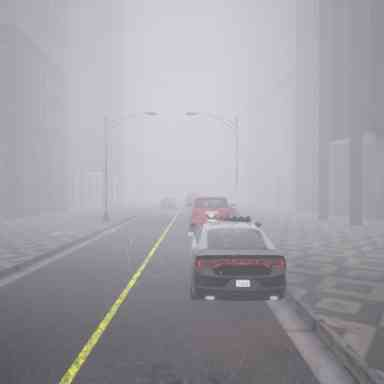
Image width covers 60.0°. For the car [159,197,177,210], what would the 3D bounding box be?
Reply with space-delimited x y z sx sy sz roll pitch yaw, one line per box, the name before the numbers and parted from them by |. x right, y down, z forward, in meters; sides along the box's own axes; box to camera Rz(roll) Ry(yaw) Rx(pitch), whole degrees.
car | -2.925 1.398 41.185 1.882 1.535 5.008 0 0 0

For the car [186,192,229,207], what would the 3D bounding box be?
car | 0.932 1.205 18.419 2.150 2.045 5.566 0 0 0

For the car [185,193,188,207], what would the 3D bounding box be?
car | 0.122 1.123 48.271 2.150 2.045 5.566 0 0 1

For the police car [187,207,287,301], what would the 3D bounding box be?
police car | 0.914 1.420 8.501 1.930 1.638 5.238 0 0 0

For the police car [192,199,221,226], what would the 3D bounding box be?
police car | 0.944 1.391 24.500 1.930 1.638 5.238 0 0 0
